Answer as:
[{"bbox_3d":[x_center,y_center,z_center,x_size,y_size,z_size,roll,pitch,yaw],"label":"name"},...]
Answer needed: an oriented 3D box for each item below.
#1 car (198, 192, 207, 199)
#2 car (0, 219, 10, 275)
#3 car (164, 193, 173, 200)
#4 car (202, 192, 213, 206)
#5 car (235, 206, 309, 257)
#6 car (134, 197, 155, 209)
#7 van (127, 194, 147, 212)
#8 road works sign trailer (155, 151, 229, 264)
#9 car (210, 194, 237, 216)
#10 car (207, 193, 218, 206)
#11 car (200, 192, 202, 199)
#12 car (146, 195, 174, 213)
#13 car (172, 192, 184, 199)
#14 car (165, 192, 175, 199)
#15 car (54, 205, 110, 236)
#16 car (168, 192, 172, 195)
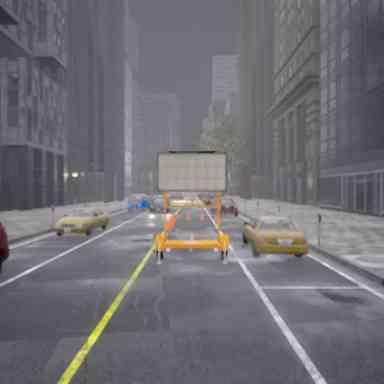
[{"bbox_3d":[2.903,0.821,91.124,2.192,1.841,5.009,0,0,0],"label":"car"},{"bbox_3d":[-5.665,1.269,6.557,2.192,1.841,5.009,0,0,0],"label":"car"},{"bbox_3d":[-5.628,1.065,79.691,1.752,1.417,4.829,0,0,0],"label":"car"},{"bbox_3d":[2.881,1.013,46.009,2.192,1.841,5.009,0,0,0],"label":"car"},{"bbox_3d":[2.871,1.437,12.376,1.752,1.417,4.829,0,1,1],"label":"car"},{"bbox_3d":[-5.647,1.293,40.389,1.947,1.339,4.313,0,0,0],"label":"car"},{"bbox_3d":[-5.649,1.100,34.749,1.690,1.788,3.998,0,0,0],"label":"van"},{"bbox_3d":[0.004,0.383,11.480,2.380,3.560,2.880,0,0,0],"label":"road works sign trailer"},{"bbox_3d":[2.872,1.234,29.092,1.967,1.590,4.097,0,0,0],"label":"car"},{"bbox_3d":[2.876,1.200,34.730,1.967,1.590,4.097,0,0,0],"label":"car"},{"bbox_3d":[2.884,0.985,51.648,2.192,1.841,5.009,0,0,0],"label":"car"},{"bbox_3d":[-3.082,1.295,33.106,1.812,1.442,4.674,0,0,0],"label":"car"},{"bbox_3d":[-2.962,0.899,74.614,2.097,1.767,4.553,0,0,0],"label":"car"},{"bbox_3d":[-5.625,0.836,85.498,2.192,1.841,5.009,0,0,0],"label":"car"},{"bbox_3d":[-5.659,1.399,17.626,1.752,1.417,4.829,0,1,1],"label":"car"},{"bbox_3d":[-5.633,1.170,68.584,1.802,1.307,4.206,0,0,0],"label":"car"}]
